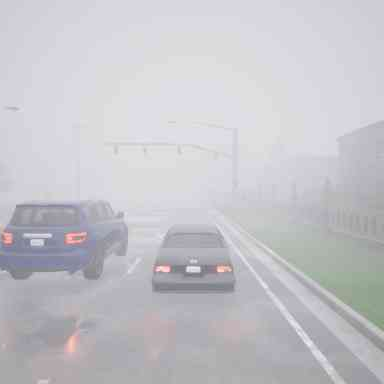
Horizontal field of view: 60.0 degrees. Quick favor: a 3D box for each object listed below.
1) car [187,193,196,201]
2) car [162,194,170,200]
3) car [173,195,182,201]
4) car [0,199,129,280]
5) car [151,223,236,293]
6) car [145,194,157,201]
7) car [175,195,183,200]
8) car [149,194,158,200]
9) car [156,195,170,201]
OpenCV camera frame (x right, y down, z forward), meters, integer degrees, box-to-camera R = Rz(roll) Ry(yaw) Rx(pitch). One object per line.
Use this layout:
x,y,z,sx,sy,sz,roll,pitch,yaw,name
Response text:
-0.133,1.217,82.611,2.150,2.045,5.566,0,0,0,car
-7.150,1.385,92.989,1.994,1.385,4.181,0,0,0,car
-3.633,1.469,82.575,1.882,1.535,5.008,0,0,0,car
-3.450,1.221,10.120,2.150,2.045,5.566,0,0,0,car
0.043,1.547,8.964,2.033,1.411,5.357,0,0,0,car
-10.634,1.517,82.980,1.812,1.442,4.674,0,0,0,car
-3.650,1.428,93.025,1.895,1.301,4.718,0,0,0,car
-10.650,1.310,92.983,1.882,1.535,5.008,0,0,0,car
-7.134,1.588,83.016,1.895,1.301,4.718,0,0,0,car
